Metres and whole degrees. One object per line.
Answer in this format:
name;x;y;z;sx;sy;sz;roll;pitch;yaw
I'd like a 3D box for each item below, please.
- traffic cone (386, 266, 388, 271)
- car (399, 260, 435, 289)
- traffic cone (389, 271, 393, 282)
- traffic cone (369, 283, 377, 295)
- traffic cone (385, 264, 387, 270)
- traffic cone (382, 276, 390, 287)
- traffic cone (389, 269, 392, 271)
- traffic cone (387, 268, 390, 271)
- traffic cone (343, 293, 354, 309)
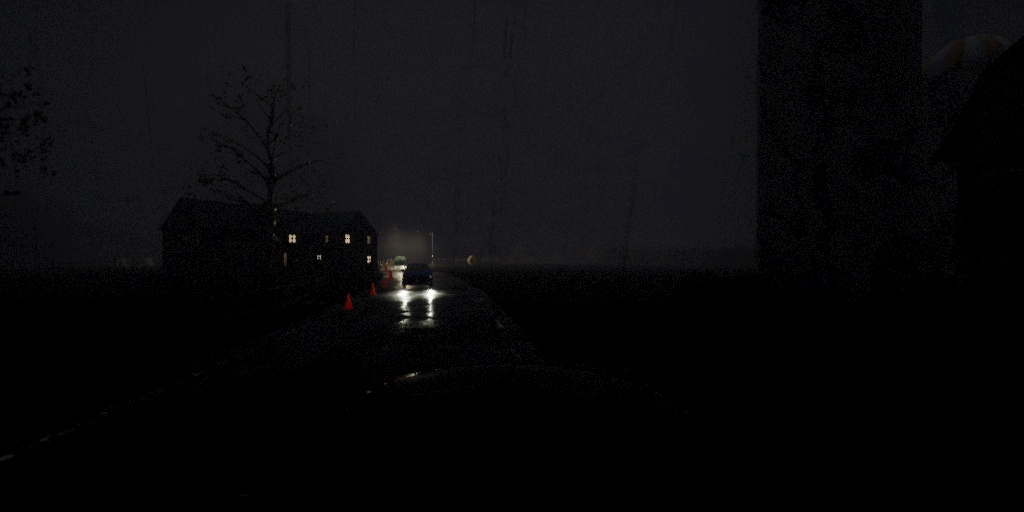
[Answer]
traffic cone;-14.289;1.698;41.862;0.340;0.580;0.340;0;0;-22
car;-6.207;1.216;23.675;1.882;1.535;5.008;0;0;-14
traffic cone;-9.520;1.695;27.909;0.340;0.580;0.340;0;0;-16
traffic cone;-7.131;1.696;18.372;0.340;0.580;0.340;0;0;-12
traffic cone;-16.193;1.700;46.455;0.340;0.580;0.340;0;0;-22
traffic cone;-8.246;1.696;23.161;0.340;0.580;0.340;0;0;-14
traffic cone;-10.953;1.695;32.612;0.340;0.580;0.340;0;0;-18
traffic cone;-12.544;1.696;37.265;0.340;0.580;0.340;0;0;-20
traffic cone;-6.178;1.697;13.549;0.340;0.580;0.340;0;0;-10
